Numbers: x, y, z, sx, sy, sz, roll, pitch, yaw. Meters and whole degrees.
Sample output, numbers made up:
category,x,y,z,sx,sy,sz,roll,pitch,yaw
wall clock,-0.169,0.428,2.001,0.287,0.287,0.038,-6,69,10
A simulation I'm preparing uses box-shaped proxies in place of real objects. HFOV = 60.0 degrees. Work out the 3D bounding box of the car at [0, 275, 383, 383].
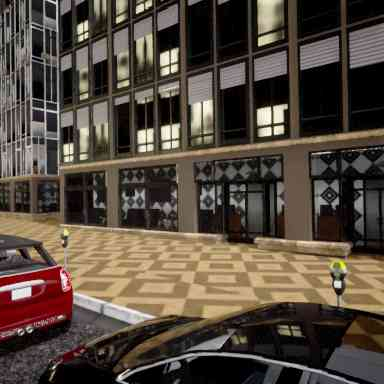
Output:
category,x,y,z,sx,sy,sz,roll,pitch,yaw
car,0.652,1.566,2.447,4.313,1.339,1.947,0,-1,36

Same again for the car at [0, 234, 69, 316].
category,x,y,z,sx,sy,sz,roll,pitch,yaw
car,-3.924,1.441,5.826,4.097,1.590,1.967,0,-1,37
